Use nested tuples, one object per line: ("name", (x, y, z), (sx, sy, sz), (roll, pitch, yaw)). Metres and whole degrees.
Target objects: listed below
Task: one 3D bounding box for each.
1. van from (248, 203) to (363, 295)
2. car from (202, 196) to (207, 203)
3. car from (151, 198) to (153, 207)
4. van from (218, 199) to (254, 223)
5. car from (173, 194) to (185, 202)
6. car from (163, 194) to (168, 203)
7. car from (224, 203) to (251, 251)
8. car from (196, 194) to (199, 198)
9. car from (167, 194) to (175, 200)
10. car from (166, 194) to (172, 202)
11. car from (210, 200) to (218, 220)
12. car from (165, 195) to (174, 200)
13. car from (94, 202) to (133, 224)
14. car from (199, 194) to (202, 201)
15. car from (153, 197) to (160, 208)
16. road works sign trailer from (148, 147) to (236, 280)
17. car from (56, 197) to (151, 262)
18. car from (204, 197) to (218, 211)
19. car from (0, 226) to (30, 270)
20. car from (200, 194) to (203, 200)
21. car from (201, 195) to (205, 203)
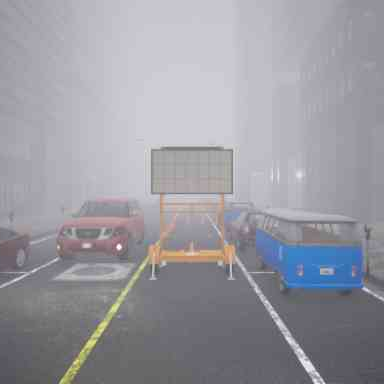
("van", (2.680, 1.342, 8.455), (1.690, 1.788, 3.998), (1, 0, 0))
("car", (2.684, 1.529, 42.204), (1.887, 1.381, 4.507), (1, 0, 0))
("car", (-5.842, 1.540, 36.575), (2.008, 1.369, 4.403), (1, 0, 0))
("van", (2.682, 1.339, 19.705), (1.690, 1.788, 3.998), (1, 0, 0))
("car", (-2.987, 1.157, 77.260), (2.150, 2.045, 5.566), (0, 0, 0))
("car", (-5.839, 1.547, 59.074), (1.802, 1.307, 4.206), (1, 0, 0))
("car", (2.680, 1.440, 14.080), (1.967, 1.590, 4.097), (1, 0, 0))
("car", (2.691, 1.474, 81.577), (1.887, 1.381, 4.507), (1, 0, 0))
("car", (-5.831, 1.349, 92.820), (1.967, 1.590, 4.097), (1, 0, 0))
("car", (-5.835, 1.388, 70.322), (1.967, 1.590, 4.097), (1, 0, 0))
("car", (2.681, 1.547, 25.330), (2.008, 1.369, 4.403), (1, 0, 0))
("car", (-5.834, 1.485, 87.196), (1.947, 1.339, 4.313), (1, 0, 0))
("car", (-5.844, 1.540, 25.327), (1.887, 1.381, 4.507), (1, 0, 0))
("car", (2.687, 1.510, 59.078), (1.887, 1.381, 4.507), (1, 0, 0))
("car", (-5.840, 1.505, 47.654), (1.752, 1.417, 4.829), (1, 0, 0))
("road works sign trailer", (0.003, 0.465, 9.916), (2.380, 3.560, 2.880), (0, 0, 0))
("car", (-3.096, 1.222, 12.546), (2.150, 2.045, 5.566), (0, 0, 0))
("car", (2.683, 1.540, 36.579), (2.008, 1.369, 4.403), (1, 0, 0))
("car", (-5.848, 1.545, 8.453), (1.887, 1.381, 4.507), (1, 0, 0))
("car", (2.687, 1.518, 53.453), (1.887, 1.381, 4.507), (1, 0, 0))
("car", (2.685, 1.524, 47.828), (1.887, 1.381, 4.507), (1, 0, 0))
